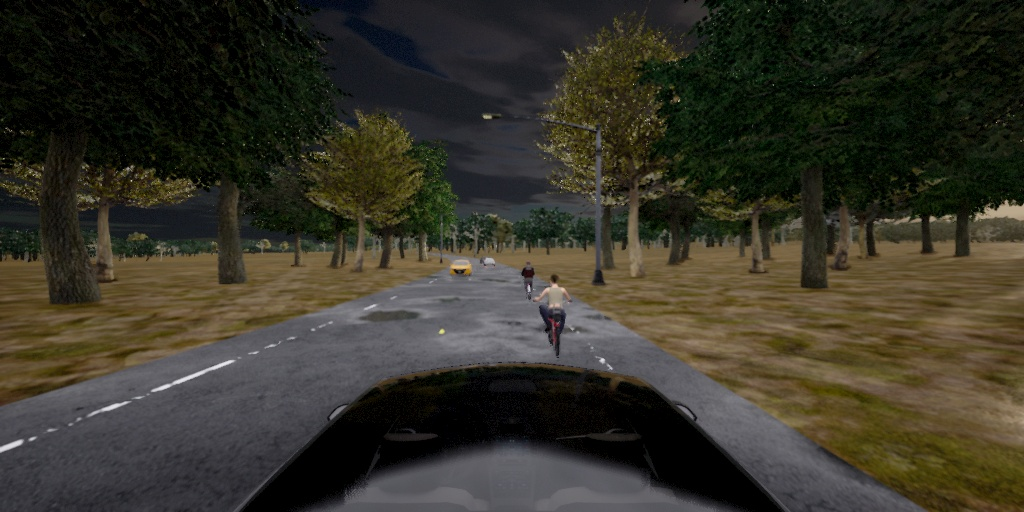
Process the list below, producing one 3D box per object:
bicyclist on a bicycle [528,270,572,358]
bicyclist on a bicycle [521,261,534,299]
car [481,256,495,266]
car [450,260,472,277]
[{"bbox_3d":[0.873,1.177,7.503,0.866,1.612,1.509,0,0,-1],"label":"bicyclist on a bicycle"},{"bbox_3d":[0.702,1.089,15.719,0.659,1.776,1.843,0,0,-2],"label":"bicyclist on a bicycle"},{"bbox_3d":[-4.034,0.972,63.385,1.812,1.442,4.674,0,0,-7],"label":"car"},{"bbox_3d":[-4.817,1.124,34.220,1.882,1.535,5.008,0,0,-4],"label":"car"}]
